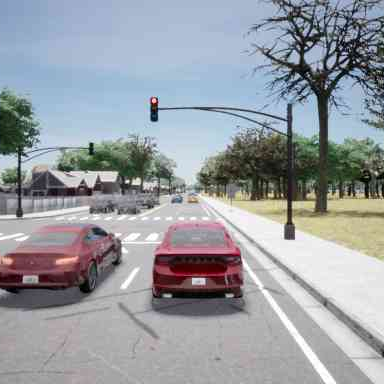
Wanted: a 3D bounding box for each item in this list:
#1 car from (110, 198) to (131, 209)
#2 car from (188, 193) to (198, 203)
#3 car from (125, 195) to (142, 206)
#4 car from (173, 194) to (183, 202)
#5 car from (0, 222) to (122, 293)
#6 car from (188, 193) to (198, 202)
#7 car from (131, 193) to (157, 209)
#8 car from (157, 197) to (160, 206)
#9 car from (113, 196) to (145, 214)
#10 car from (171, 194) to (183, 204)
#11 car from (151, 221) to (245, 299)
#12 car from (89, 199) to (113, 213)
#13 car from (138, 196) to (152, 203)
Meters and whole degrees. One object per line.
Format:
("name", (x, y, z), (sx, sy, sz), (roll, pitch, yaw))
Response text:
("car", (-9.750, 1.516, 45.535), (1.812, 1.442, 4.674), (0, 0, 0))
("car", (0.237, 1.452, 65.737), (1.882, 1.535, 5.008), (0, 0, 0))
("car", (-9.724, 1.336, 55.421), (2.097, 1.767, 4.553), (0, 0, 0))
("car", (-3.090, 1.321, 76.330), (2.097, 1.767, 4.553), (0, 0, 0))
("car", (-3.132, 1.525, 8.741), (1.812, 1.442, 4.674), (0, 0, 0))
("car", (0.160, 1.191, 76.359), (2.150, 2.045, 5.566), (0, 0, 0))
("car", (-6.500, 1.212, 45.636), (2.150, 2.045, 5.566), (0, 0, 0))
("car", (-6.469, 1.489, 56.290), (1.837, 1.490, 4.892), (0, 0, 0))
("car", (-6.524, 1.499, 34.892), (1.837, 1.490, 4.892), (0, 0, 0))
("car", (-3.011, 1.500, 65.547), (1.812, 1.442, 4.674), (0, 0, 0))
("car", (0.115, 1.477, 8.531), (1.882, 1.535, 5.008), (0, 0, 0))
("car", (-9.769, 1.499, 36.402), (1.837, 1.490, 4.892), (0, 0, 0))
("car", (-9.607, 1.501, 68.581), (2.033, 1.411, 5.357), (0, 0, 0))
